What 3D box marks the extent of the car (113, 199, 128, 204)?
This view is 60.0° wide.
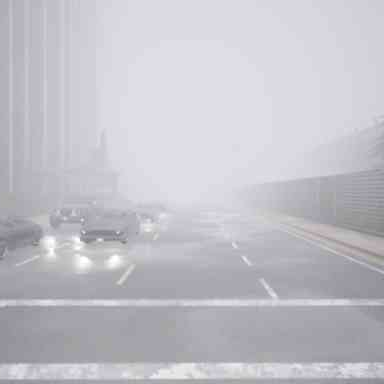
[{"bbox_3d":[-7.104,1.452,33.975,2.033,1.411,5.357,0,0,0],"label":"car"}]

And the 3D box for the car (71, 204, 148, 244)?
[{"bbox_3d":[-3.605,1.487,15.700,2.033,1.411,5.357,0,0,0],"label":"car"}]

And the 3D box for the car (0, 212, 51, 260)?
[{"bbox_3d":[-7.104,1.507,12.042,1.994,1.385,4.181,0,0,0],"label":"car"}]

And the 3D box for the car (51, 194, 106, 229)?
[{"bbox_3d":[-7.106,1.149,21.401,2.150,2.045,5.566,0,0,0],"label":"car"}]

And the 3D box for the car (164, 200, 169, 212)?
[{"bbox_3d":[-3.597,1.503,36.579,1.895,1.301,4.718,0,0,0],"label":"car"}]

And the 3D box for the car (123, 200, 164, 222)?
[{"bbox_3d":[-3.607,1.469,25.772,2.033,1.411,5.357,0,0,0],"label":"car"}]
